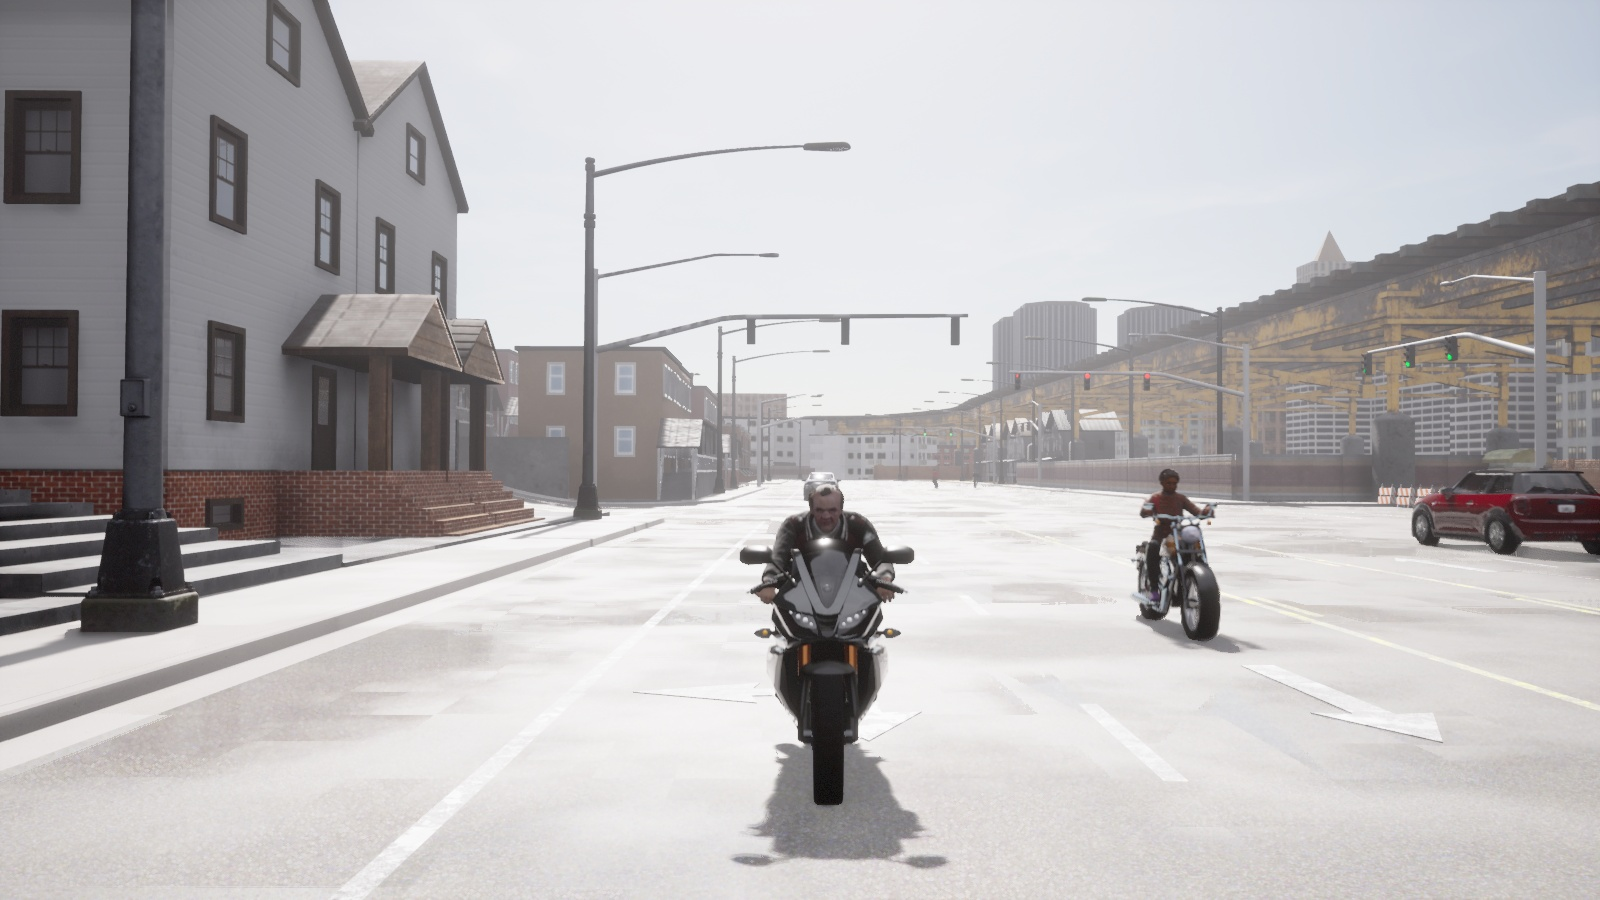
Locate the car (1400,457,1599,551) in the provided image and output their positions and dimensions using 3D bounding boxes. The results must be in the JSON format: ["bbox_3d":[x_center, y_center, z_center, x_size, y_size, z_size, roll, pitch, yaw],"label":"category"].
[{"bbox_3d":[14.465,1.048,25.861,2.097,1.767,4.553,0,-1,1],"label":"car"}]

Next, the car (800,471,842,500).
[{"bbox_3d":[1.191,1.906,68.064,2.128,1.511,4.902,0,-1,2],"label":"car"}]

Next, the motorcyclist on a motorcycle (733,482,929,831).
[{"bbox_3d":[0.159,0.960,6.766,0.866,1.530,2.191,-1,-1,1],"label":"motorcyclist on a motorcycle"}]

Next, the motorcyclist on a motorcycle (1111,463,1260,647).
[{"bbox_3d":[3.749,0.958,12.439,0.766,1.649,2.350,0,-1,1],"label":"motorcyclist on a motorcycle"}]
